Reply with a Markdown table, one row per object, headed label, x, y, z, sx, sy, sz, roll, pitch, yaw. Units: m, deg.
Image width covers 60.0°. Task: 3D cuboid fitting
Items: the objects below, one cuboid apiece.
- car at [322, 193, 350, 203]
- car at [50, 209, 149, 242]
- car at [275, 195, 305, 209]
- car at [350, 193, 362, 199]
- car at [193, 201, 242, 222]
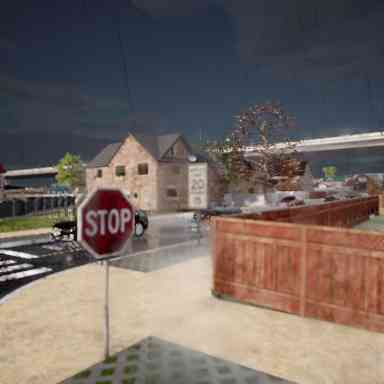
| label | x | y | z | sx | sy | sz | roll | pitch | yaw |
| --- | --- | --- | --- | --- | --- | --- | --- | --- | --- |
| car | 16.583 | 0.951 | 38.677 | 1.812 | 1.442 | 4.674 | -1 | 0 | 37 |
| car | -4.190 | 1.473 | 15.755 | 1.837 | 1.490 | 4.892 | -1 | 0 | 38 |
| car | 10.510 | 1.100 | 35.348 | 1.812 | 1.442 | 4.674 | -1 | 1 | 37 |
| car | 22.666 | 0.802 | 46.902 | 2.033 | 1.411 | 5.357 | -1 | 0 | 37 |
| car | 1.855 | 1.372 | 23.781 | 1.994 | 1.385 | 4.181 | -1 | 0 | 37 |
